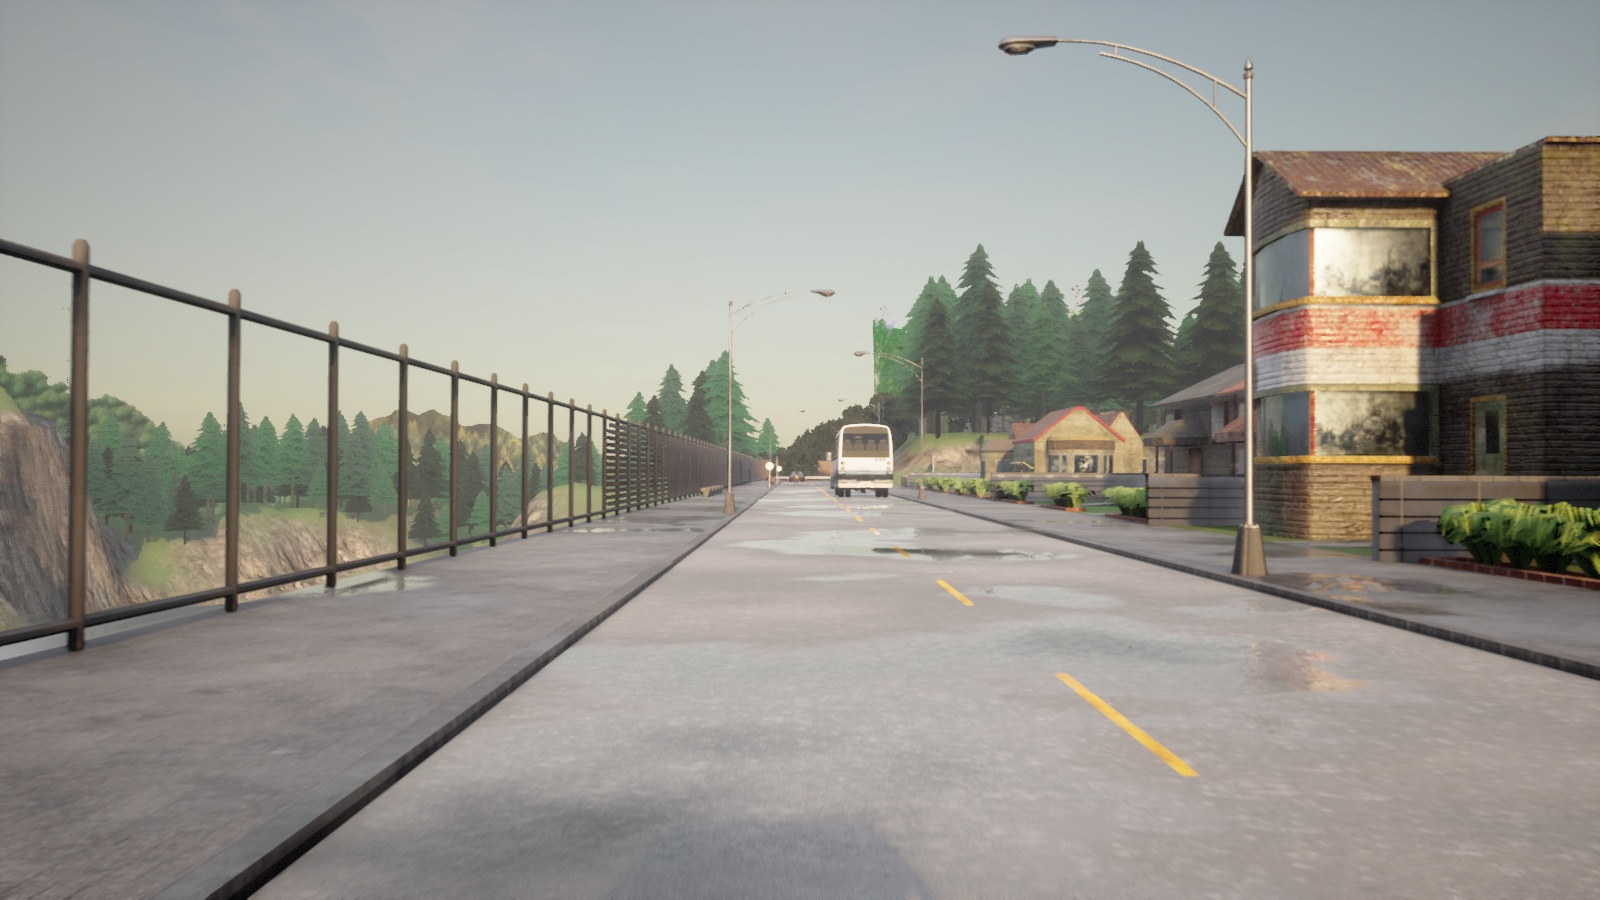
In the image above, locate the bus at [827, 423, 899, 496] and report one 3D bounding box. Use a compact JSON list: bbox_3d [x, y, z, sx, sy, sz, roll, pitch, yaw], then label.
[{"bbox_3d":[3.805,0.735,78.396,3.944,4.253,10.273,0,-2,0],"label":"bus"}]
